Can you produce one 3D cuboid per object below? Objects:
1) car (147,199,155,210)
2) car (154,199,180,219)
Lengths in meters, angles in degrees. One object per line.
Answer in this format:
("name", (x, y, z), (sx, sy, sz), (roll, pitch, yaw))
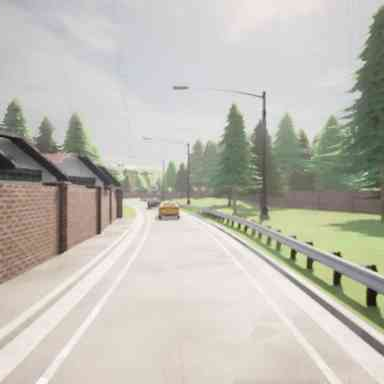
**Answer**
("car", (-5.561, 1.758, 48.858), (1.837, 1.490, 4.892), (0, 0, -13))
("car", (-2.289, 1.641, 31.552), (1.882, 1.535, 5.008), (0, 0, -8))
